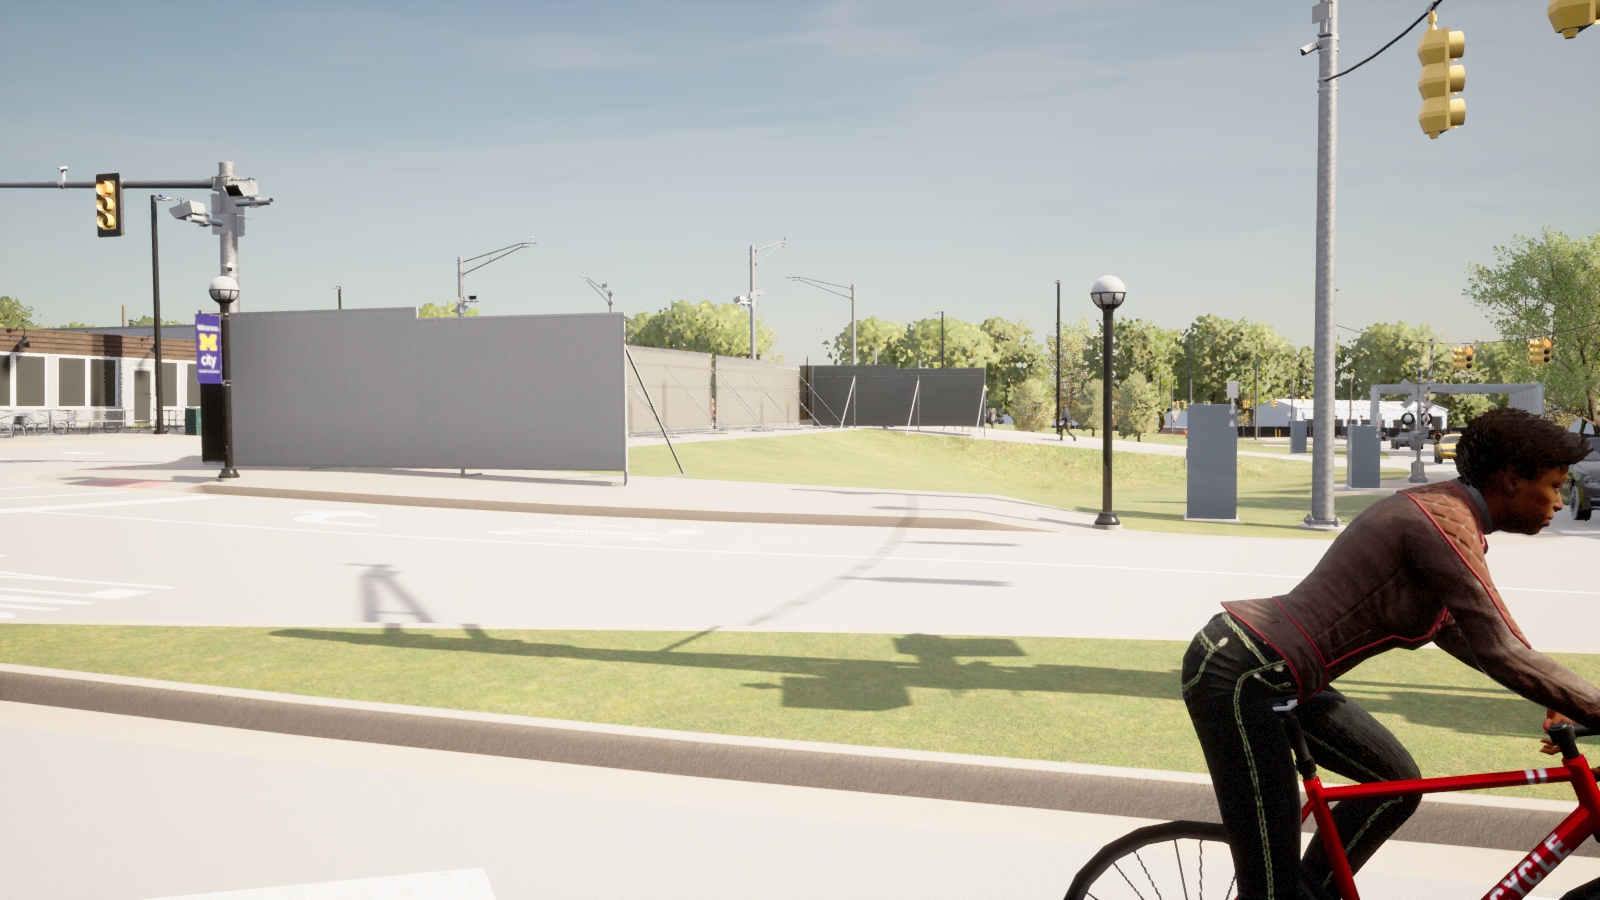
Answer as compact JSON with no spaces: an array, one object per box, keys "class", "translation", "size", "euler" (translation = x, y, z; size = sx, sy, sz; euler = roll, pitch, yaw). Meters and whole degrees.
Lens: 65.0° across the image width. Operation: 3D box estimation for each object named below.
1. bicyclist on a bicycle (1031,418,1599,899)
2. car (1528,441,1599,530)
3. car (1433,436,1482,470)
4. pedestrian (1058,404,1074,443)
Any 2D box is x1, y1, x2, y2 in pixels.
[{"class":"bicyclist on a bicycle","translation":[1.377,0.746,2.727],"size":[1.656,1.620,0.582],"euler":[1,1,18]},{"class":"car","translation":[15.285,0.595,23.558],"size":[2.128,1.511,4.902],"euler":[0,1,22]},{"class":"car","translation":[32.202,0.107,61.609],"size":[1.801,1.575,5.366],"euler":[1,1,24]},{"class":"pedestrian","translation":[12.682,-1.247,59.917],"size":[0.726,1.842,0.402],"euler":[1,3,13]}]
